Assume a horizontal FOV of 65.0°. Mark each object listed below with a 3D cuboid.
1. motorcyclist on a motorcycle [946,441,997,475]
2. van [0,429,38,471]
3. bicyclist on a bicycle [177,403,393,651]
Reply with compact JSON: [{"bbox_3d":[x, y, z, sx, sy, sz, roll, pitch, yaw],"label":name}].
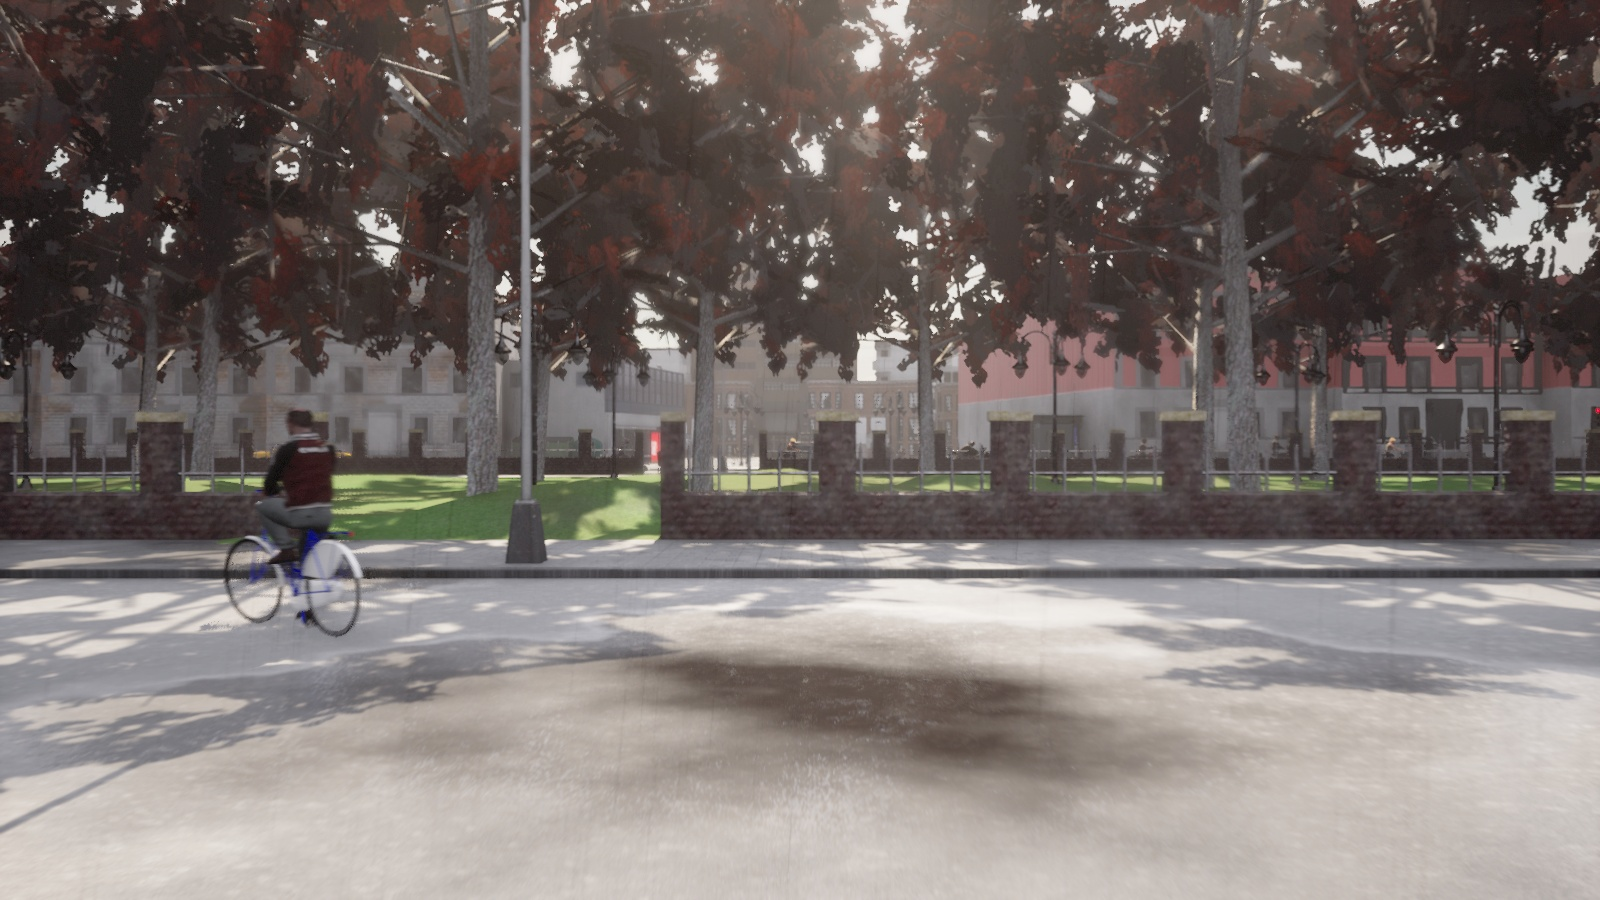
[{"bbox_3d":[7.736,0.351,56.749,2.191,1.530,0.866,0,0,0],"label":"motorcyclist on a motorcycle"},{"bbox_3d":[-39.811,0.006,61.055,4.442,1.987,1.775,0,0,0],"label":"van"},{"bbox_3d":[-4.046,0.539,9.812,1.843,1.776,0.659,1,2,37],"label":"bicyclist on a bicycle"}]
